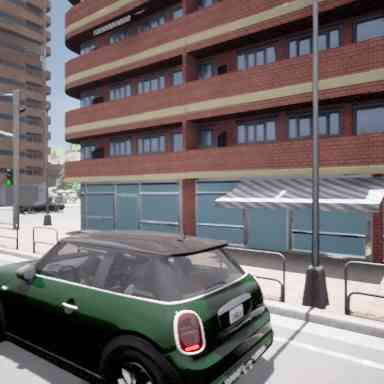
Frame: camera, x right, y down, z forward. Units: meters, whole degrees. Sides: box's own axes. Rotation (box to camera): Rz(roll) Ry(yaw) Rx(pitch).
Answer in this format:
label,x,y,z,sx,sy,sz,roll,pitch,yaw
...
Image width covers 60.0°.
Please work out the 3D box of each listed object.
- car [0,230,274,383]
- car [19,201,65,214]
label,x,y,z,sx,sy,sz,roll,pitch,yaw
car,-1.242,1.353,4.880,4.553,1.767,2.097,0,0,36
car,-16.242,1.612,35.687,1.895,1.301,4.718,0,0,36
